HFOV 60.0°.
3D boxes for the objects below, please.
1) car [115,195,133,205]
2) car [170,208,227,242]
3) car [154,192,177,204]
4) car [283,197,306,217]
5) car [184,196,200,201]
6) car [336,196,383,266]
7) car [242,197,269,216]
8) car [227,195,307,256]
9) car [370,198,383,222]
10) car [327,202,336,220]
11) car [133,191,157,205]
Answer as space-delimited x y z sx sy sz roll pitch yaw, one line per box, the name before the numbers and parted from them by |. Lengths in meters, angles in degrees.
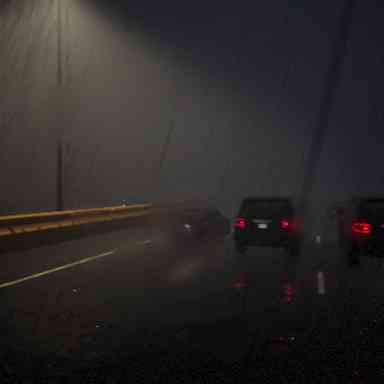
car | -10.291 1.191 51.760 1.837 1.490 4.892 0 0 12
car | 0.561 1.462 15.951 1.994 1.385 4.181 0 0 21
car | -3.563 1.181 49.787 2.128 1.511 4.902 0 0 12
car | 9.327 1.277 30.073 1.882 1.535 5.008 0 1 18
car | 0.007 1.250 49.778 1.994 1.385 4.181 0 0 12
car | 6.132 1.140 10.903 2.150 2.045 5.566 0 0 21
car | 6.042 1.273 31.303 1.882 1.535 5.008 0 1 18
car | 3.206 1.137 13.057 2.150 2.045 5.566 0 1 21
car | 15.244 1.327 25.739 1.837 1.490 4.892 0 1 19
car | 11.494 1.426 25.576 1.895 1.301 4.718 0 0 20
car | -6.696 0.905 51.752 2.150 2.045 5.566 0 0 12
